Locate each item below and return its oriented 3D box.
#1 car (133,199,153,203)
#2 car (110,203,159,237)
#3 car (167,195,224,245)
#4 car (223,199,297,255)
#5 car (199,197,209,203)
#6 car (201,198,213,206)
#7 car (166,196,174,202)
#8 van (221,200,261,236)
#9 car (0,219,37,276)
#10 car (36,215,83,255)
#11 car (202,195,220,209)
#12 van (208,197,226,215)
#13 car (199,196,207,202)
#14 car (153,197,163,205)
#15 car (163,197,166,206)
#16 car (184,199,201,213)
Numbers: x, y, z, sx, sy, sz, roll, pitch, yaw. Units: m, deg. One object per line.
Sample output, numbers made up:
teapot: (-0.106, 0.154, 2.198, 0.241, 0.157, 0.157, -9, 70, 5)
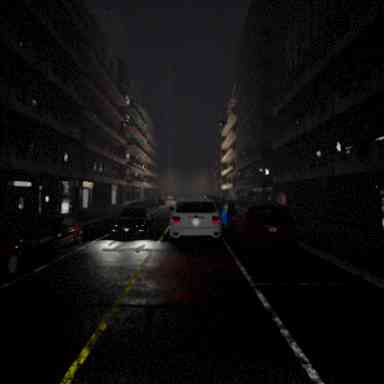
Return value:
car: (-5.706, 1.640, 36.156, 1.887, 1.381, 4.507, 0, 0, 0)
car: (-3.109, 1.551, 18.228, 1.837, 1.490, 4.892, 0, 0, 0)
car: (0.100, 1.262, 15.784, 2.150, 2.045, 5.566, 0, 0, -1)
car: (2.686, 1.349, 13.434, 2.192, 1.841, 5.009, 0, 0, 0)
car: (2.657, 1.764, 75.939, 2.008, 1.369, 4.403, 0, 0, 0)
car: (2.664, 1.726, 58.891, 1.947, 1.339, 4.313, 0, 0, 0)
car: (-5.729, 1.800, 87.298, 2.008, 1.369, 4.403, 0, 0, 0)
van: (2.683, 1.390, 19.116, 1.690, 1.788, 3.998, 0, 0, 0)
car: (-5.692, 1.564, 7.744, 1.887, 1.381, 4.507, 0, 0, 0)
car: (-5.696, 1.616, 13.427, 1.802, 1.307, 4.206, 0, 0, 0)
car: (2.670, 1.442, 47.528, 2.192, 1.841, 5.009, 0, 0, 0)
van: (2.675, 1.437, 36.163, 1.690, 1.788, 3.998, 0, 0, 0)
car: (2.654, 1.782, 81.622, 2.008, 1.369, 4.403, 0, 0, 0)
car: (-5.711, 1.677, 47.521, 2.008, 1.369, 4.403, 0, 0, 0)
car: (-5.716, 1.600, 58.886, 1.967, 1.590, 4.097, 0, 0, 0)
car: (0.080, 1.581, 39.248, 1.882, 1.535, 5.008, 0, 0, 0)
